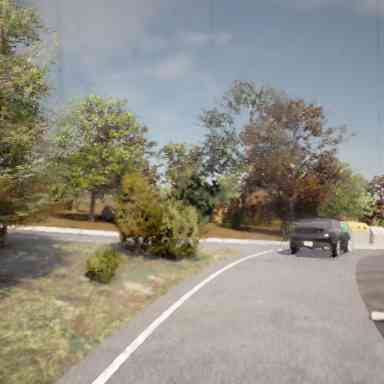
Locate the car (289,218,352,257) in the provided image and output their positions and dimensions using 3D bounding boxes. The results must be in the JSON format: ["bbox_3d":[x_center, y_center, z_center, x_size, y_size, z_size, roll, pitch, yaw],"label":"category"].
[{"bbox_3d":[5.765,1.953,14.709,1.837,1.490,4.892,-2,-6,33],"label":"car"}]
